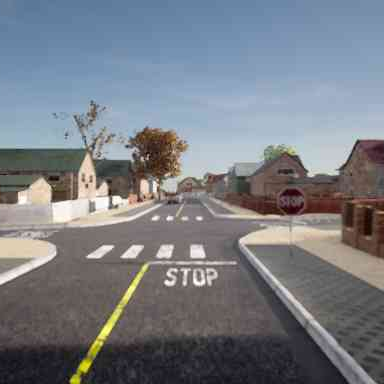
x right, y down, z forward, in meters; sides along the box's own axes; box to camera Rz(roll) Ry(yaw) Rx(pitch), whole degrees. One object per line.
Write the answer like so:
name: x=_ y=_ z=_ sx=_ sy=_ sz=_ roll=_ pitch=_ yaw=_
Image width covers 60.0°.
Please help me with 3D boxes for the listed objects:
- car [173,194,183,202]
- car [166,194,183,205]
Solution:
car: x=-2.750 y=1.178 z=66.058 sx=1.812 sy=1.442 sz=4.674 roll=0 pitch=0 yaw=0
car: x=-2.806 y=1.337 z=50.603 sx=1.895 sy=1.301 sz=4.718 roll=0 pitch=0 yaw=0
